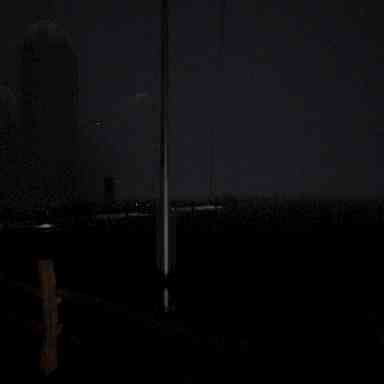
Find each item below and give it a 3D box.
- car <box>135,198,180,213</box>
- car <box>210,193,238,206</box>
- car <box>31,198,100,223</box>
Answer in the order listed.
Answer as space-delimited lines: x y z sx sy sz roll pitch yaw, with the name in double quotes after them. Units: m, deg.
-3.327 1.229 32.302 1.895 1.301 4.718 1 1 35 "car"
4.115 0.938 42.851 2.128 1.511 4.902 1 2 35 "car"
-9.044 1.249 24.178 1.882 1.535 5.008 1 1 35 "car"
